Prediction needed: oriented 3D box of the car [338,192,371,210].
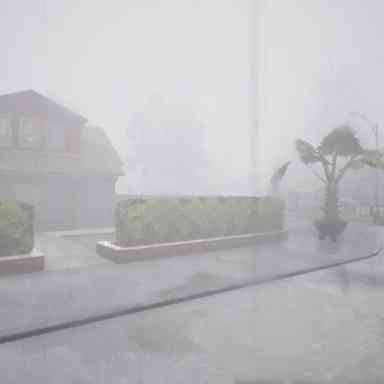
[{"bbox_3d":[17.391,0.985,36.217,3.866,1.878,1.905,0,0,0],"label":"car"}]
